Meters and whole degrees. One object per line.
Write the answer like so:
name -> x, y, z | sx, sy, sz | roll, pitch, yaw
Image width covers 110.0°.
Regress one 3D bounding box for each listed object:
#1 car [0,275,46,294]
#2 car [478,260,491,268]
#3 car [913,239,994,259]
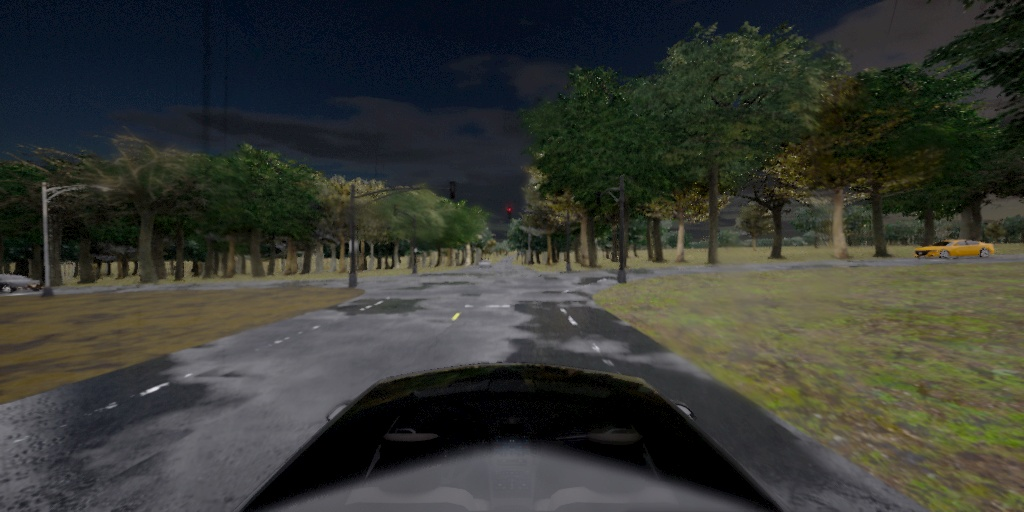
car -> -40.660, 2.240, 28.814 | 4.892, 1.490, 1.837 | -2, 0, 3
car -> -4.186, 1.213, 55.711 | 1.895, 1.301, 4.718 | 0, 0, -1
car -> 36.161, -0.575, 29.470 | 5.008, 1.535, 1.882 | -2, 0, 2
